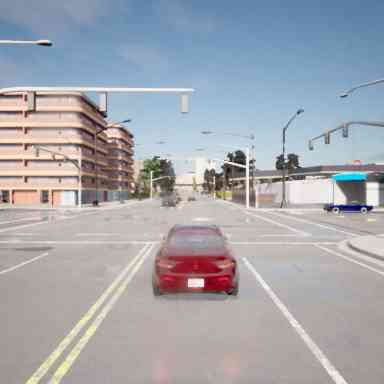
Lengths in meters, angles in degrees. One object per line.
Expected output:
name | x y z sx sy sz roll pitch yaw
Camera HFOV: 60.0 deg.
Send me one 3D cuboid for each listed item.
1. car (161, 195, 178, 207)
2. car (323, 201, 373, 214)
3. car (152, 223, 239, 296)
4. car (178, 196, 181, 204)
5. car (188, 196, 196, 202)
car | -3.619 1.510 51.166 1.837 1.490 4.892 0 0 0
car | 16.518 1.605 35.452 4.718 1.301 1.895 0 0 1
car | 0.080 1.526 8.501 1.812 1.442 4.674 0 0 0
car | -3.595 1.359 61.958 2.097 1.767 4.553 0 0 0
car | -0.039 1.548 79.811 2.033 1.411 5.357 0 0 0
